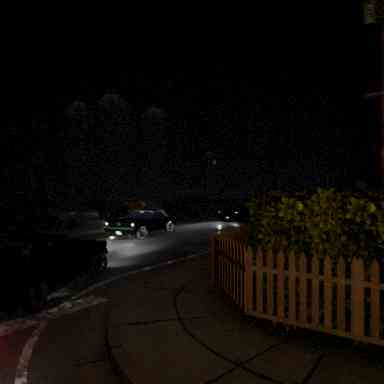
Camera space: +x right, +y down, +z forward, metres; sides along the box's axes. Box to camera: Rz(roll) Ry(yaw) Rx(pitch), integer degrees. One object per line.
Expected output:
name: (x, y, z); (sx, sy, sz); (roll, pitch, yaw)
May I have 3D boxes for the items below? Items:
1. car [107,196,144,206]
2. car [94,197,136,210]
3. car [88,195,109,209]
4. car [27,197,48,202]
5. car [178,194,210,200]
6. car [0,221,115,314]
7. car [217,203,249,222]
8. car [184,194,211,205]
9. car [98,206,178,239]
car: (-7.432, 1.478, 39.031); (1.882, 1.535, 5.008); (0, 0, 22)
car: (-6.702, 1.478, 28.586); (1.882, 1.535, 5.008); (0, 0, -27)
car: (-11.599, 1.521, 42.925); (3.905, 1.438, 1.784); (0, 0, 35)
car: (-22.884, 1.506, 49.217); (4.193, 1.474, 1.816); (0, 0, 35)
car: (0.505, 1.491, 52.014); (2.128, 1.511, 4.902); (0, 0, 35)
car: (-3.573, 1.601, 7.652); (1.895, 1.301, 4.718); (0, 0, 7)
car: (3.891, 1.601, 26.597); (1.895, 1.301, 4.718); (0, 0, 35)
car: (0.967, 1.310, 61.565); (4.605, 1.855, 1.932); (0, 0, 35)
car: (-2.566, 1.601, 17.578); (1.895, 1.301, 4.718); (0, 0, 23)
